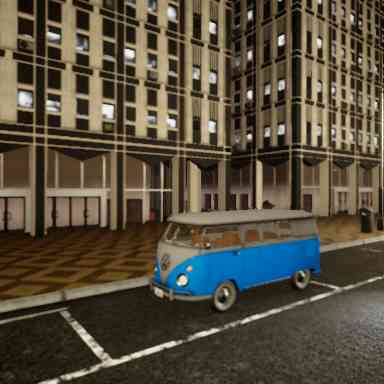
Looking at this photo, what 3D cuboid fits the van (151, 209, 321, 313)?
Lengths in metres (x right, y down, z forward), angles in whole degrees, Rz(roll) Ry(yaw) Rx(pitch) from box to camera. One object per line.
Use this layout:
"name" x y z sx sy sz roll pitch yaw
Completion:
"van" 1.104 1.311 7.333 3.998 1.788 1.690 0 1 -35
